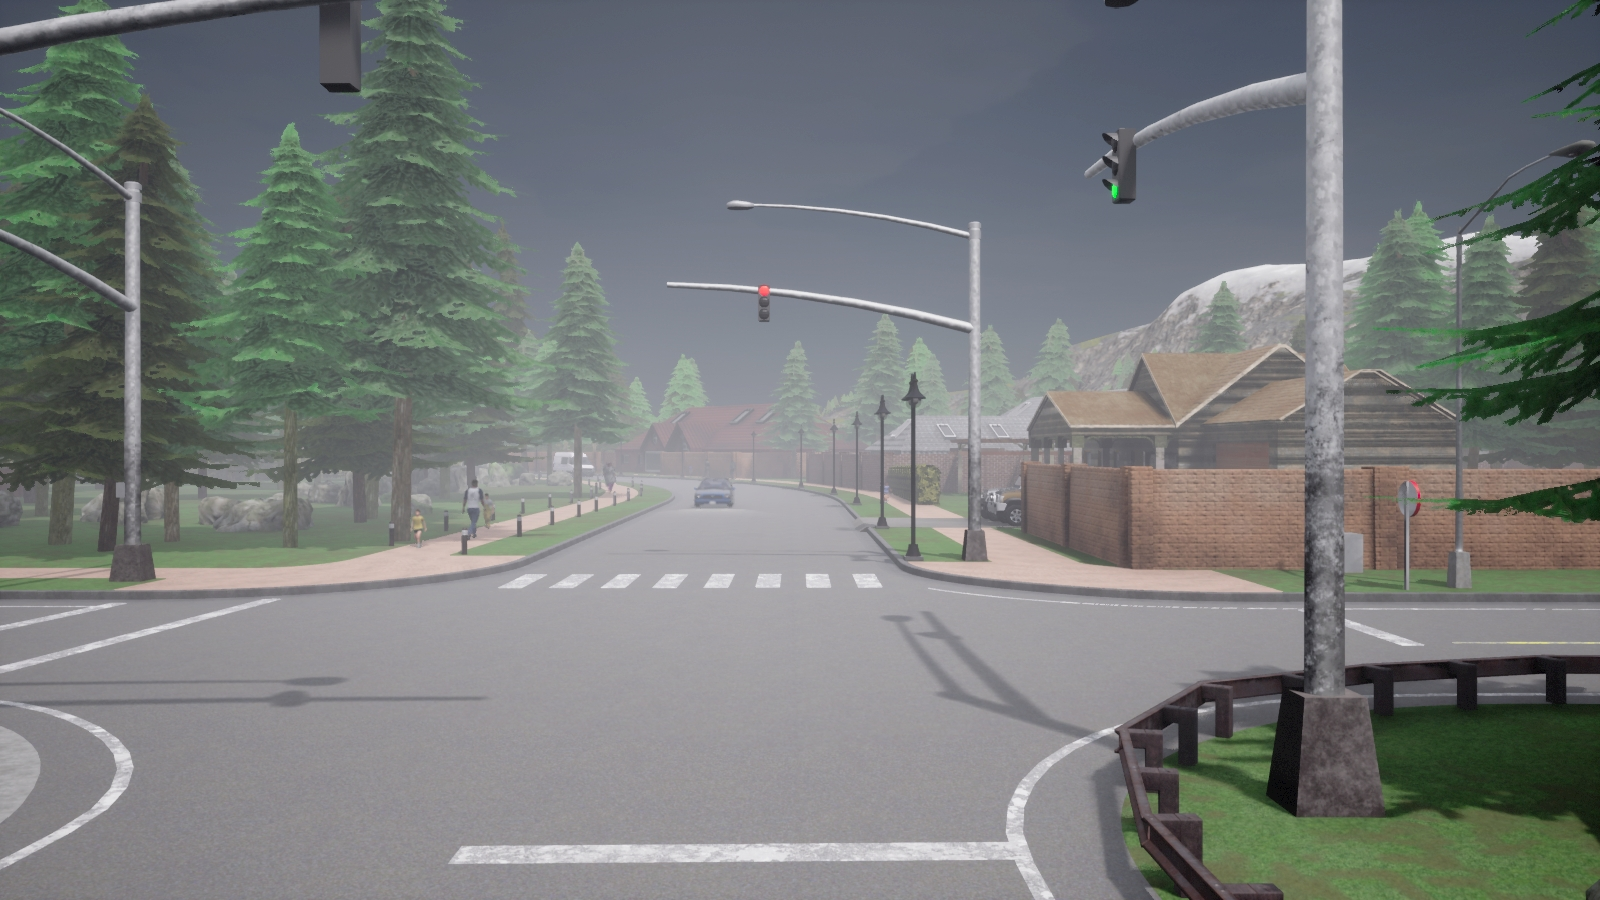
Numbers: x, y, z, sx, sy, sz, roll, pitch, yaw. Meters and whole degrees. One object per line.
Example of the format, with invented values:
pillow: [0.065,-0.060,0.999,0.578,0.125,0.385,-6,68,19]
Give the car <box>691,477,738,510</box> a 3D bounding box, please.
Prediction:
car: [-4.132,2.072,55.916,2.033,1.411,5.357,0,0,-1]

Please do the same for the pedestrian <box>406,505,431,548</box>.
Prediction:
pedestrian: [-10.208,2.044,30.560,0.500,1.100,0.500,0,0,1]

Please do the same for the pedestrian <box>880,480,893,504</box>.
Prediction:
pedestrian: [4.209,2.046,55.728,0.500,1.100,0.500,0,0,-16]

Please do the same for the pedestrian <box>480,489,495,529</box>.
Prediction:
pedestrian: [-10.321,1.943,37.753,0.375,1.300,0.375,0,0,0]

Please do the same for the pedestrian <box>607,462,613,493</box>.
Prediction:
pedestrian: [-11.401,1.664,68.458,0.375,1.860,0.375,0,0,-9]

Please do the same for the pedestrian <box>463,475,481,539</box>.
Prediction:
pedestrian: [-9.571,1.664,33.345,0.375,1.860,0.375,0,0,3]
